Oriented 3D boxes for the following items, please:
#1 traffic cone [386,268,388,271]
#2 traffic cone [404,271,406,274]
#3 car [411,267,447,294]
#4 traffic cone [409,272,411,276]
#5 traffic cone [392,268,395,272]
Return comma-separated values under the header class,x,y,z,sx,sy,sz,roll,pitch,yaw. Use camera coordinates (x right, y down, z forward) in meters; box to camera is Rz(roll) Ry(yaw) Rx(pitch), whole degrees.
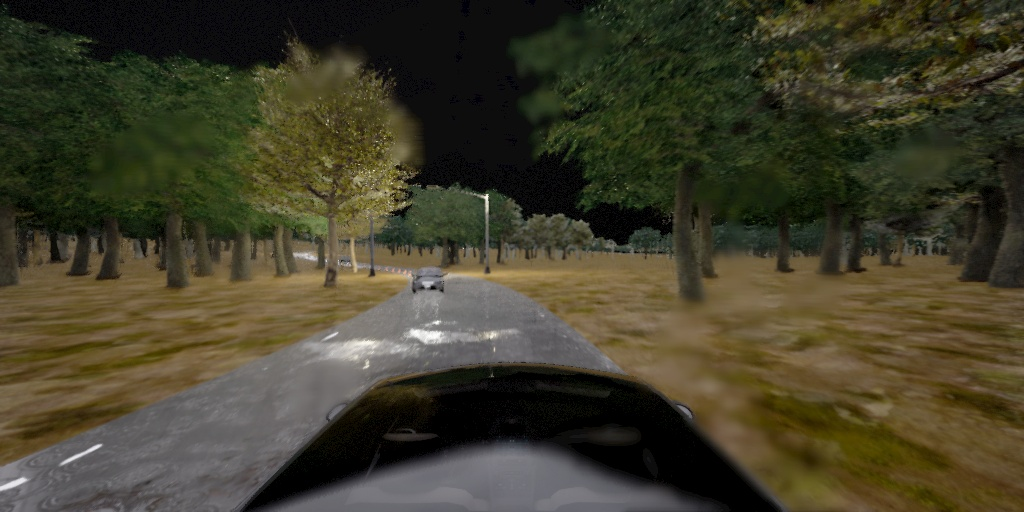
class,x,y,z,sx,sy,sz,roll,pitch,yaw
traffic cone,-21.411,2.189,61.312,0.340,0.580,0.340,0,0,-32
traffic cone,-14.434,2.145,48.446,0.340,0.580,0.340,0,0,-25
car,-5.148,1.449,22.423,2.128,1.511,4.902,0,-1,-11
traffic cone,-12.488,2.106,43.968,0.340,0.580,0.340,0,0,-22
traffic cone,-18.899,2.194,57.126,0.340,0.580,0.340,0,0,-30
